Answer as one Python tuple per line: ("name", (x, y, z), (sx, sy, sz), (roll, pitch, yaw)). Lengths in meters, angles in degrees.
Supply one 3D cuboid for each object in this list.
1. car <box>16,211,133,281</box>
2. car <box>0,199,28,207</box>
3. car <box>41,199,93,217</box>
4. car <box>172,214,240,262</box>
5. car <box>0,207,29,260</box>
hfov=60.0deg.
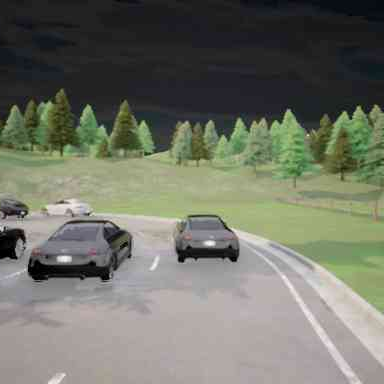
("car", (-2.939, 1.479, 9.595), (1.994, 1.385, 4.181), (0, 1, -1))
("car", (-14.616, 1.266, 24.895), (4.892, 1.490, 1.837), (0, -1, 17))
("car", (-10.081, 1.284, 26.856), (4.674, 1.442, 1.812), (0, 0, 29))
("car", (0.348, 1.470, 11.819), (1.994, 1.385, 4.181), (0, 0, -5))
("car", (-6.413, 1.387, 8.970), (1.882, 1.535, 5.008), (0, 0, 0))
